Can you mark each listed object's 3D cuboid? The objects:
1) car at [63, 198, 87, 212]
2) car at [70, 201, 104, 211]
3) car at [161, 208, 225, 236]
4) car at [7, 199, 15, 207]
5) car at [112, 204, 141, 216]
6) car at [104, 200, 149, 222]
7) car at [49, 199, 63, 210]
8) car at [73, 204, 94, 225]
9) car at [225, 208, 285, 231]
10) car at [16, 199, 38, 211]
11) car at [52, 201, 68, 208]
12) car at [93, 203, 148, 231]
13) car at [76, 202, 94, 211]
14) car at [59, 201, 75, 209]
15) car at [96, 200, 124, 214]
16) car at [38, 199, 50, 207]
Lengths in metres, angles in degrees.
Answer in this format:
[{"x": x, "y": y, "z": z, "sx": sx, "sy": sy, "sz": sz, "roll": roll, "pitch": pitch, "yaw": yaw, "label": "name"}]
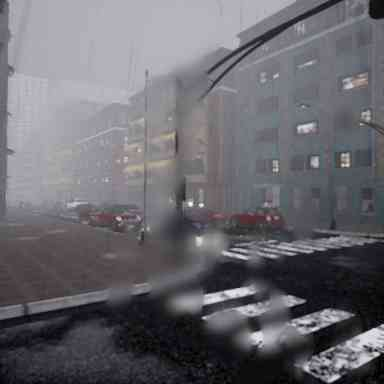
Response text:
[{"x": -17.318, "y": 1.985, "z": 50.311, "sx": 2.150, "sy": 2.045, "sz": 5.566, "roll": 1, "pitch": -1, "yaw": -35, "label": "car"}, {"x": -11.737, "y": 2.061, "z": 37.229, "sx": 1.837, "sy": 1.490, "sz": 4.892, "roll": 1, "pitch": -1, "yaw": -35, "label": "car"}, {"x": -0.221, "y": 1.873, "z": 20.824, "sx": 1.994, "sy": 1.385, "sz": 4.181, "roll": 1, "pitch": -1, "yaw": -35, "label": "car"}, {"x": -43.328, "y": 2.685, "z": 77.883, "sx": 1.752, "sy": 1.417, "sz": 4.829, "roll": 0, "pitch": -1, "yaw": -35, "label": "car"}, {"x": -8.285, "y": 2.206, "z": 41.703, "sx": 1.947, "sy": 1.339, "sz": 4.313, "roll": 0, "pitch": -1, "yaw": -35, "label": "car"}, {"x": -5.435, "y": 1.774, "z": 28.248, "sx": 2.097, "sy": 1.767, "sz": 4.553, "roll": 1, "pitch": -1, "yaw": -35, "label": "car"}, {"x": -23.286, "y": 2.416, "z": 58.783, "sx": 1.812, "sy": 1.442, "sz": 4.674, "roll": 1, "pitch": -1, "yaw": -35, "label": "car"}, {"x": -8.343, "y": 1.995, "z": 28.076, "sx": 1.802, "sy": 1.307, "sz": 4.206, "roll": 0, "pitch": -1, "yaw": -35, "label": "car"}, {"x": 4.478, "y": 1.805, "z": 23.548, "sx": 1.967, "sy": 1.590, "sz": 4.097, "roll": 0, "pitch": -1, "yaw": -35, "label": "car"}, {"x": -27.479, "y": 2.264, "z": 55.321, "sx": 1.967, "sy": 1.590, "sz": 4.097, "roll": 0, "pitch": -1, "yaw": -35, "label": "car"}, {"x": -27.421, "y": 2.599, "z": 68.946, "sx": 2.008, "sy": 1.369, "sz": 4.403, "roll": 0, "pitch": -1, "yaw": -35, "label": "car"}, {"x": -5.154, "y": 1.784, "z": 23.537, "sx": 1.967, "sy": 1.590, "sz": 4.097, "roll": 0, "pitch": -1, "yaw": -35, "label": "car"}, {"x": -17.853, "y": 2.427, "z": 55.324, "sx": 1.802, "sy": 1.307, "sz": 4.206, "roll": 0, "pitch": -1, "yaw": -35, "label": "car"}, {"x": -24.231, "y": 2.547, "z": 64.406, "sx": 1.947, "sy": 1.339, "sz": 4.313, "roll": 0, "pitch": -1, "yaw": -35, "label": "car"}, {"x": -11.476, "y": 2.023, "z": 46.246, "sx": 2.192, "sy": 1.841, "sz": 5.009, "roll": 0, "pitch": -1, "yaw": -35, "label": "car"}, {"x": -33.801, "y": 2.499, "z": 78.029, "sx": 2.192, "sy": 1.841, "sz": 5.009, "roll": 0, "pitch": -1, "yaw": -35, "label": "car"}]
